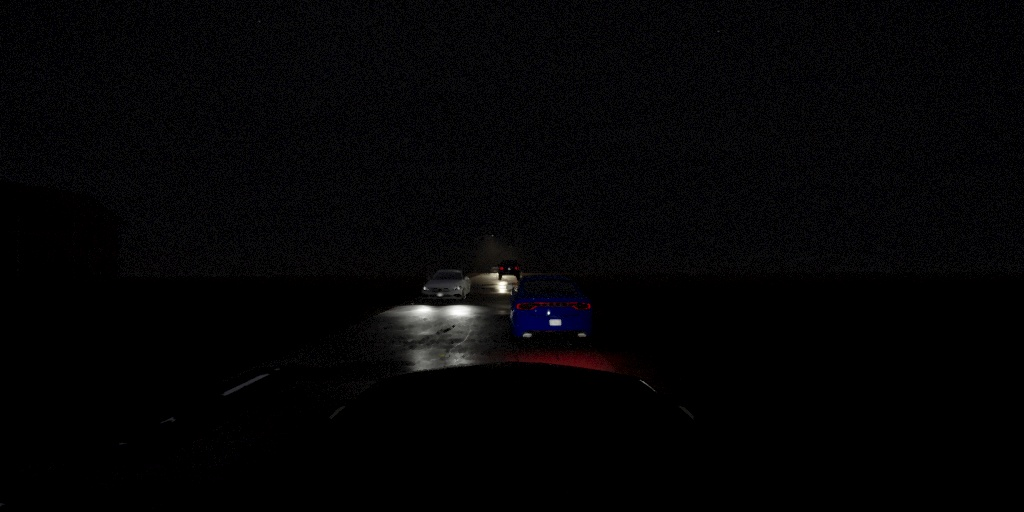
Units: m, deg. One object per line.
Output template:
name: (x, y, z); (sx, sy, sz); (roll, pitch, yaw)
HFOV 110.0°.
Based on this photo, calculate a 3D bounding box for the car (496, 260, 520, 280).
car: (-0.299, 1.443, 38.007); (2.150, 2.045, 5.566); (0, -2, -1)

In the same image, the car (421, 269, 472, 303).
car: (-3.022, 1.365, 17.318); (1.812, 1.442, 4.674); (0, -1, 0)

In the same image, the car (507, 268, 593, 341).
car: (0.881, 1.255, 9.970); (1.882, 1.535, 5.008); (0, 0, -1)
